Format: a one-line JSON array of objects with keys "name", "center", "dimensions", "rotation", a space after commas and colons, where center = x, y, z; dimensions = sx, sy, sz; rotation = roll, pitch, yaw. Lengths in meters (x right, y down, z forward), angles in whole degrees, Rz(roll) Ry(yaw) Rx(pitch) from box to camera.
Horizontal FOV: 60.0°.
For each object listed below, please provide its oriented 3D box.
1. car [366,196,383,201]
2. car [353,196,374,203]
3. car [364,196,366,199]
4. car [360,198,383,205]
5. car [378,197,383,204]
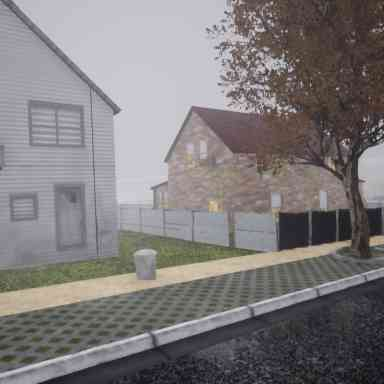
[{"name": "car", "center": [28.481, 1.544, 48.701], "dimensions": [2.150, 2.045, 5.566], "rotation": [-2, 0, 1]}, {"name": "car", "center": [38.553, 1.608, 74.934], "dimensions": [2.128, 1.511, 4.902], "rotation": [-2, 0, 0]}, {"name": "car", "center": [31.957, 1.839, 63.150], "dimensions": [2.128, 1.511, 4.902], "rotation": [-2, 0, 0]}, {"name": "car", "center": [35.226, 1.819, 65.298], "dimensions": [1.895, 1.301, 4.718], "rotation": [-2, 0, 0]}, {"name": "car", "center": [38.469, 1.656, 64.920], "dimensions": [1.994, 1.385, 4.181], "rotation": [-2, 0, 0]}]
